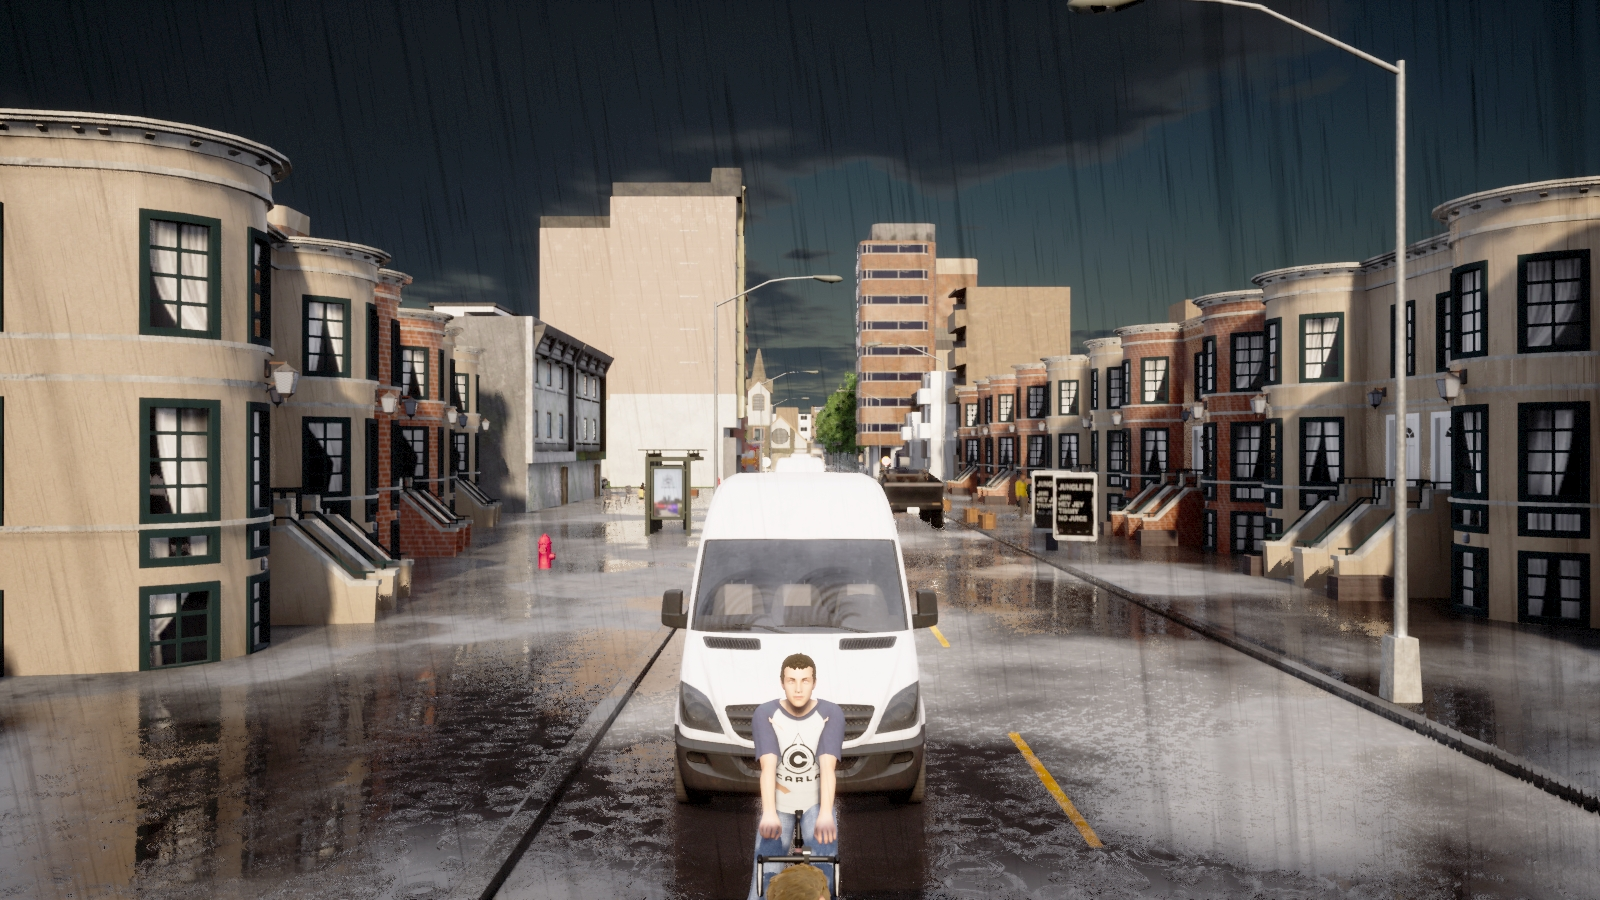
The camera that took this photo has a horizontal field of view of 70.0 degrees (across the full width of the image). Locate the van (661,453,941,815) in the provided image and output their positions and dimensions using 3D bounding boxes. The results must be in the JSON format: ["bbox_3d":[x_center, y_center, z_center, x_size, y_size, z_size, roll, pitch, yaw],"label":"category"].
[{"bbox_3d":[0.003,1.319,11.084,1.988,2.561,5.915,0,0,0],"label":"van"}]

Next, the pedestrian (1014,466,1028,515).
[{"bbox_3d":[8.416,1.542,43.536,0.375,1.860,0.375,0,0,-38],"label":"pedestrian"}]

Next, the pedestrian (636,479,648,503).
[{"bbox_3d":[-7.364,1.930,53.250,0.500,1.100,0.500,0,0,4],"label":"pedestrian"}]

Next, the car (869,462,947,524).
[{"bbox_3d":[4.001,1.550,43.406,2.390,2.098,6.274,0,0,0],"label":"car"}]
